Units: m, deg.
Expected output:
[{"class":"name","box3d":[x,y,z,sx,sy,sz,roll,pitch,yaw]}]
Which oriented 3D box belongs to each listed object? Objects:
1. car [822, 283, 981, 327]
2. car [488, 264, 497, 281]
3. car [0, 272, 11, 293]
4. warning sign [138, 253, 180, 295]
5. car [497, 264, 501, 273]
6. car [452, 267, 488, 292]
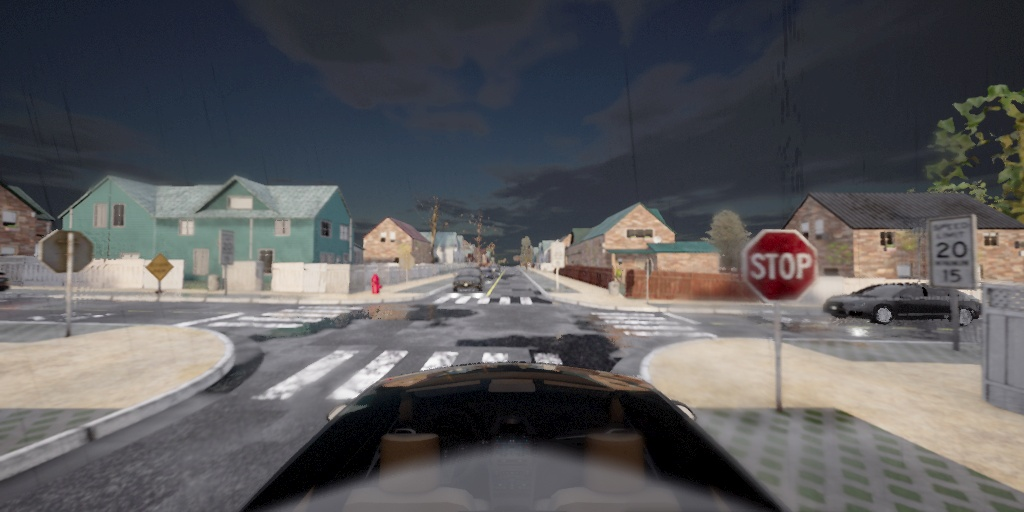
[{"class":"car","box3d":[14.720,1.787,13.689,4.892,1.490,1.837,1,-2,0]},{"class":"car","box3d":[-2.897,1.782,36.706,1.994,1.385,4.181,0,-1,0]},{"class":"car","box3d":[-22.420,0.944,13.656,4.902,1.511,2.128,1,-2,0]},{"class":"warning sign","box3d":[-15.808,0.782,16.065,1.060,1.860,1.300,0,0,0]},{"class":"car","box3d":[-2.848,2.044,58.352,2.128,1.511,4.902,0,-1,0]},{"class":"car","box3d":[-2.865,1.549,24.401,1.837,1.490,4.892,0,-1,-1]}]
